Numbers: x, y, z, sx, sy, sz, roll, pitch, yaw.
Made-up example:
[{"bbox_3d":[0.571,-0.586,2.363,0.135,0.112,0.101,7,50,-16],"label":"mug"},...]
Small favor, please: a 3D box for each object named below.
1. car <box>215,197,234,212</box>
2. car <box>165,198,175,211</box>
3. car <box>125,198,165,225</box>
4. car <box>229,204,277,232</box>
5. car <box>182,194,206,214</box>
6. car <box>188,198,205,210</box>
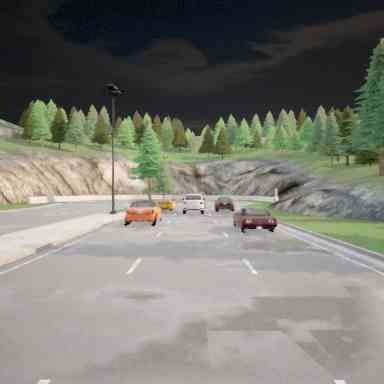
[{"bbox_3d":[3.789,1.352,39.556,2.097,1.767,4.553,0,0,2],"label":"car"},{"bbox_3d":[-3.156,1.477,40.785,1.882,1.535,5.008,0,0,2],"label":"car"},{"bbox_3d":[-3.391,1.352,23.909,2.097,1.767,4.553,0,0,0],"label":"car"},{"bbox_3d":[3.607,1.601,19.915,1.895,1.301,4.718,0,0,0],"label":"car"},{"bbox_3d":[0.153,1.221,35.262,2.150,2.045,5.566,0,0,0],"label":"car"},{"bbox_3d":[0.670,1.564,44.608,1.994,1.385,4.181,0,0,6],"label":"car"}]
